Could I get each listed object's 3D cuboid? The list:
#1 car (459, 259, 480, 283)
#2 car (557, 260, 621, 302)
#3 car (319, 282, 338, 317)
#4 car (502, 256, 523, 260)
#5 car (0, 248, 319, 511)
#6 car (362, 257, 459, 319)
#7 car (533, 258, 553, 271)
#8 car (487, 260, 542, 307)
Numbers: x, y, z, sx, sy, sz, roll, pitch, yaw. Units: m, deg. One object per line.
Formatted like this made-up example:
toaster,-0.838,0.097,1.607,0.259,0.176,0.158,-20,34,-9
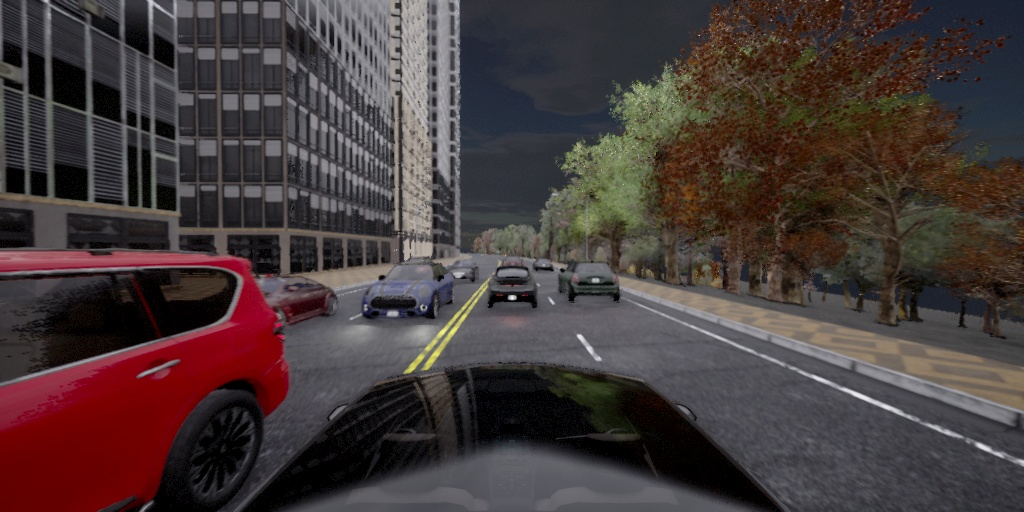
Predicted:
car,-3.290,0.996,24.853,2.128,1.511,4.902,0,1,0
car,3.296,0.949,16.178,2.097,1.767,4.553,0,1,1
car,-6.555,1.230,9.771,1.994,1.385,4.181,0,1,0
car,0.069,0.731,36.074,2.097,1.767,4.553,0,1,0
car,-3.343,0.977,1.333,2.150,2.045,5.566,0,0,1
car,-3.295,0.992,12.207,2.097,1.767,4.553,0,1,1
car,3.303,0.907,39.449,1.994,1.385,4.181,0,1,0
car,0.028,1.122,14.627,1.837,1.490,4.892,0,1,0
